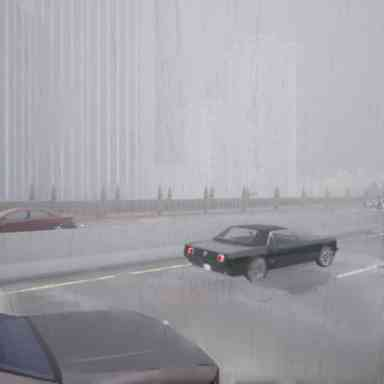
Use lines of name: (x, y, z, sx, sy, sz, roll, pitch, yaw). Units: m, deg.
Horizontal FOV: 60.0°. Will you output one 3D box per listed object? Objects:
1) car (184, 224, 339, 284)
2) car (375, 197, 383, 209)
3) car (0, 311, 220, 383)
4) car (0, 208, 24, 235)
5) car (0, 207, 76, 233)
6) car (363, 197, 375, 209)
car: (2.189, 1.589, 9.607, 4.718, 1.301, 1.895, 0, 0, -36)
car: (19.770, 1.172, 30.986, 5.566, 2.045, 2.150, 0, 0, -35)
car: (-2.283, 1.548, 2.117, 5.357, 1.411, 2.033, 0, 0, -35)
car: (-11.518, 1.599, 17.272, 4.718, 1.301, 1.895, 0, 0, -36)
car: (-8.036, 1.473, 15.456, 5.008, 1.535, 1.882, 0, 0, -36)
car: (23.745, 1.442, 42.400, 4.902, 1.511, 2.128, 0, 0, -35)
